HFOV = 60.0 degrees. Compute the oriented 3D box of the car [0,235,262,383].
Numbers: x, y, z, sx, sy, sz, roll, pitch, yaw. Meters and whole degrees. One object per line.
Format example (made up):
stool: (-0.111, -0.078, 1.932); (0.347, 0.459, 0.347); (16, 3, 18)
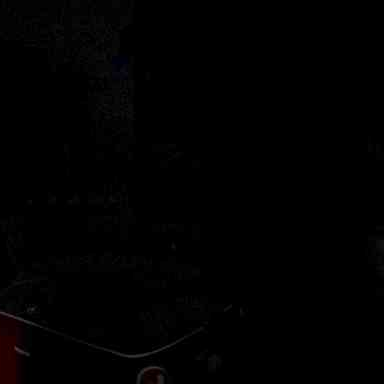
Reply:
car: (-1.381, 1.452, 3.925); (4.097, 1.590, 1.967); (0, 0, 35)
